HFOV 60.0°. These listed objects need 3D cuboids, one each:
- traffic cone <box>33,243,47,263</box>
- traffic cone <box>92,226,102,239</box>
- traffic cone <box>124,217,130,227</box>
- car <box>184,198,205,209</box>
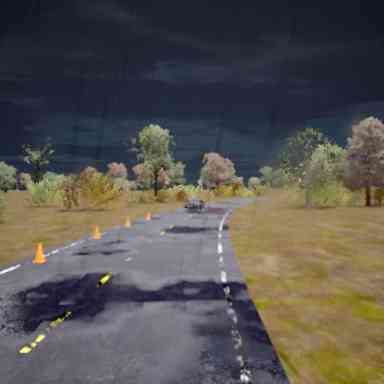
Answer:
[{"bbox_3d":[-4.784,1.890,10.462,0.340,0.580,0.340,0,0,3],"label":"traffic cone"},{"bbox_3d":[-4.434,1.863,15.516,0.340,0.580,0.340,0,0,5],"label":"traffic cone"},{"bbox_3d":[-3.959,1.837,20.560,0.340,0.580,0.340,0,0,6],"label":"traffic cone"},{"bbox_3d":[0.350,1.360,40.327,1.994,1.385,4.181,0,0,12],"label":"car"}]
